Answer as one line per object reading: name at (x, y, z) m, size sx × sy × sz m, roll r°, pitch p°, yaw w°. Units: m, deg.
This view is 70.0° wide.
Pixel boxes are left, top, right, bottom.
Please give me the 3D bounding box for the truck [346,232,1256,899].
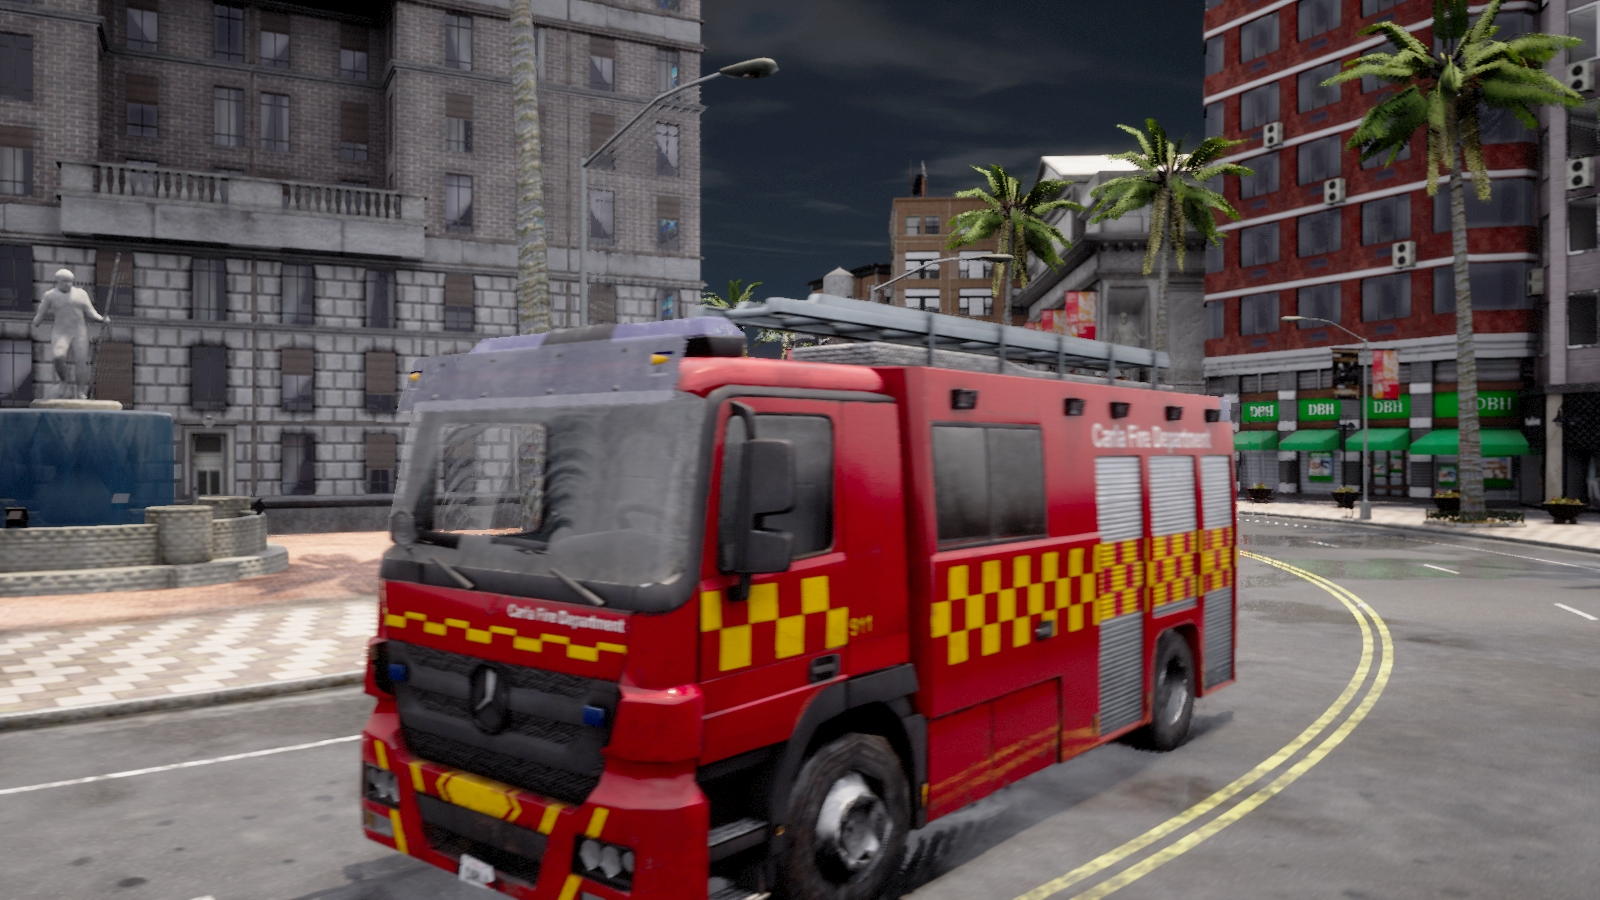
truck at (0.951, 0.895, 9.538) m, size 2.891 × 3.827 × 8.468 m, roll 0°, pitch 0°, yaw 39°
